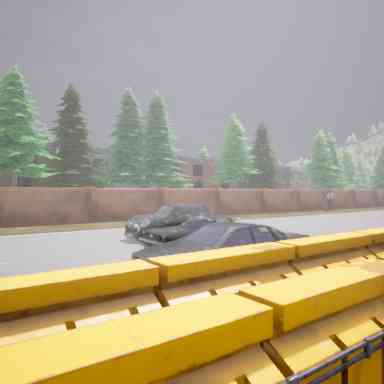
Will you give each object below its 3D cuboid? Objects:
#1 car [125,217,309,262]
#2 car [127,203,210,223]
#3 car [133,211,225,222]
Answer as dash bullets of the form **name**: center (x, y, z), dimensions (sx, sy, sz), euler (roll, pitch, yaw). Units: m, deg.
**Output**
- **car**: center (1.043, 1.547, 9.015), dimensions (5.357, 1.411, 2.033), euler (0, 0, -35)
- **car**: center (-0.944, 1.351, 16.187), dimensions (4.553, 1.767, 2.097), euler (0, 0, -35)
- **car**: center (0.390, 1.601, 12.845), dimensions (4.718, 1.301, 1.895), euler (0, 0, -35)
